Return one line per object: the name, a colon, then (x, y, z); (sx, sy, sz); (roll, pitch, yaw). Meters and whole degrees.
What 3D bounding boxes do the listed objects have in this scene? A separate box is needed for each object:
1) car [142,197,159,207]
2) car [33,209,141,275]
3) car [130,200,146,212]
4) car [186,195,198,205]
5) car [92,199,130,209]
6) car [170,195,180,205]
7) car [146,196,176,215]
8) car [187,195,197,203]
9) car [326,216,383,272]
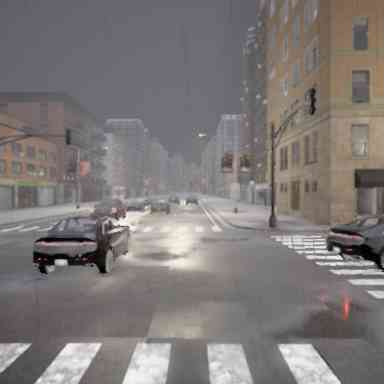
car: (-6.568, 1.556, 53.516); (2.033, 1.411, 5.357); (0, 0, 0)
car: (-3.152, 1.489, 10.440); (2.128, 1.511, 4.902); (0, 0, 0)
car: (-6.601, 1.566, 38.507); (1.994, 1.385, 4.181); (0, 0, 0)
car: (-0.021, 1.363, 58.199); (2.097, 1.767, 4.553); (0, 0, 0)
car: (-6.580, 1.351, 26.466); (2.097, 1.767, 4.553); (0, 0, -1)
car: (-3.252, 1.363, 60.181); (2.097, 1.767, 4.553); (0, 0, 0)
car: (-3.160, 1.493, 34.527); (2.128, 1.511, 4.902); (0, 0, 0)
car: (-0.024, 1.474, 68.234); (1.882, 1.535, 5.008); (0, 0, 0)
car: (6.656, 1.497, 10.408); (4.902, 1.511, 2.128); (0, 0, -13)
